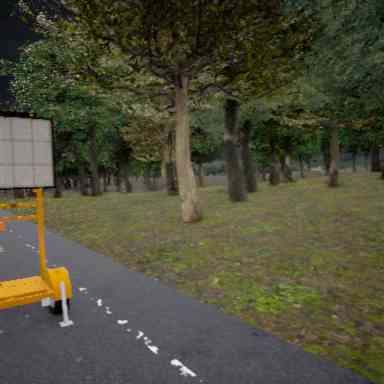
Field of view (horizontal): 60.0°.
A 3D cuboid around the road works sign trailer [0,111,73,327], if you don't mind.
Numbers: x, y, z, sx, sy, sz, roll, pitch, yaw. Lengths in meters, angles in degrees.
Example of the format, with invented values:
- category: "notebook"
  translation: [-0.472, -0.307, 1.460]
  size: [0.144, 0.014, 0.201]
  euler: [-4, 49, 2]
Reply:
- category: "road works sign trailer"
  translation: [-3.674, 0.377, 5.820]
  size: [2.380, 3.560, 2.880]
  euler: [-3, 2, -35]
